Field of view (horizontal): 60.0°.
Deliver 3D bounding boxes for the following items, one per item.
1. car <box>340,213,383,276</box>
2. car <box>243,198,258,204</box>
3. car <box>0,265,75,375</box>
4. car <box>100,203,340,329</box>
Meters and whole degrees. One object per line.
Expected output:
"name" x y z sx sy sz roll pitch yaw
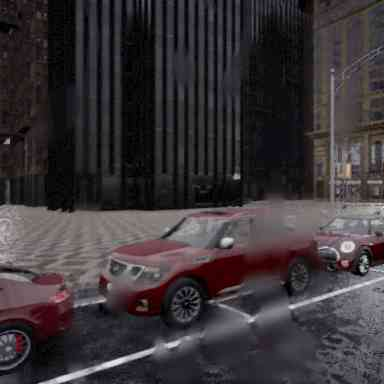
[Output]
"car" 4.992 1.428 10.199 4.097 1.590 1.967 0 0 -35
"car" 10.616 1.883 63.988 2.128 1.511 4.902 0 -1 -35
"car" -3.643 1.583 4.048 4.206 1.307 1.802 0 0 -35
"car" 0.674 1.311 7.123 5.009 1.841 2.192 0 0 -35
